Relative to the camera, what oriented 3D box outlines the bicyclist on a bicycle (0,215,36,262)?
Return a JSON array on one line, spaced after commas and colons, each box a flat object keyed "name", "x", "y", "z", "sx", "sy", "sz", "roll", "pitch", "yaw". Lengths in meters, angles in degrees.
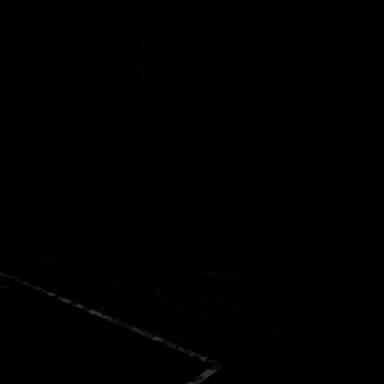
[{"name": "bicyclist on a bicycle", "x": -5.089, "y": 1.267, "z": 8.979, "sx": 0.582, "sy": 1.620, "sz": 1.656, "roll": 1, "pitch": 10, "yaw": 40}]
